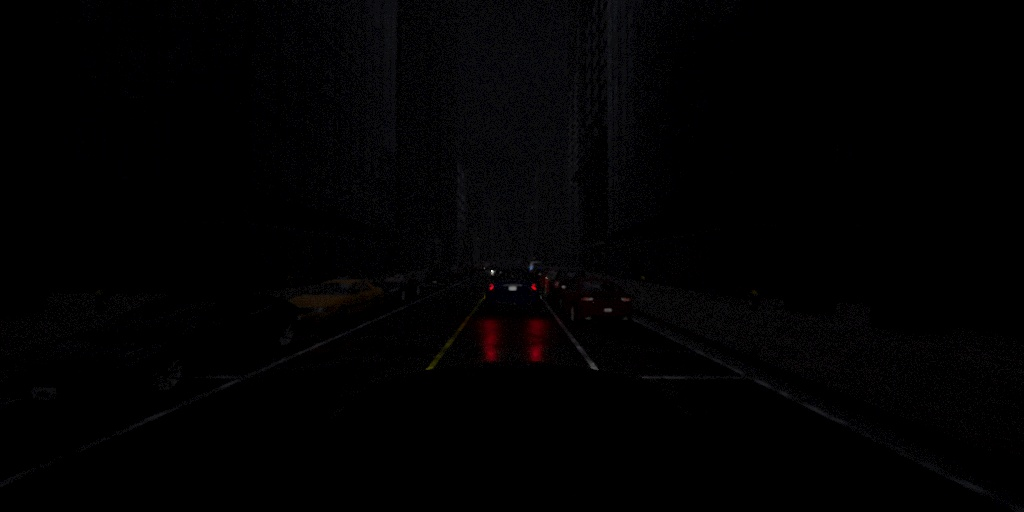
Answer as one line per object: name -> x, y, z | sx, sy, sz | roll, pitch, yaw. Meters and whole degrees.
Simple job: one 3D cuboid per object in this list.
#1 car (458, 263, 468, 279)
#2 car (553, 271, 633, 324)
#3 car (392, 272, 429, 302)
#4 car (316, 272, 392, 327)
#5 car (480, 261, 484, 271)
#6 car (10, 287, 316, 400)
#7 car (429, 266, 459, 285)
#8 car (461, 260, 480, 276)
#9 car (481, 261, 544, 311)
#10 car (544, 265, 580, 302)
car -> -5.803, 1.636, 34.781 | 1.888, 1.381, 4.507 | 0, 0, 0
car -> 2.687, 1.403, 12.264 | 1.888, 1.381, 4.507 | 0, 0, 0
car -> -5.830, 1.467, 17.909 | 2.007, 1.370, 4.403 | 0, 0, 0
car -> -5.839, 1.384, 12.115 | 1.751, 1.417, 4.829 | 0, 0, 0
car -> -5.766, 1.873, 57.277 | 1.888, 1.381, 4.507 | 0, 0, 0
car -> -5.848, 1.367, 6.660 | 1.948, 1.339, 4.313 | 0, 0, 0
car -> -5.812, 1.598, 29.157 | 1.948, 1.339, 4.313 | 0, 0, 0
car -> -5.785, 1.523, 46.029 | 2.192, 1.841, 5.009 | 0, 0, 0
car -> 0.045, 1.240, 15.298 | 2.097, 1.767, 4.553 | 0, -1, 0
car -> 2.696, 1.355, 17.888 | 1.967, 1.591, 4.097 | 0, 0, 0
